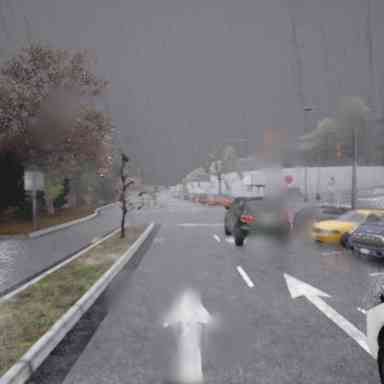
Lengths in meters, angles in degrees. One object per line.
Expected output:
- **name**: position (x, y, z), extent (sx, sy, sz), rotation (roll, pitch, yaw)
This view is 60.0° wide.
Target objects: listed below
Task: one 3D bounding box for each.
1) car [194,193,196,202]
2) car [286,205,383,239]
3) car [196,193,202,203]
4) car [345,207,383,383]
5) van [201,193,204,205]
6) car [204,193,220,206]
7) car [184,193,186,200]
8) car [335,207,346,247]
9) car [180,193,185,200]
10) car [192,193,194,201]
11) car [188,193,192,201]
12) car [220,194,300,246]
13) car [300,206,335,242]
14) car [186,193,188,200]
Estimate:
- **car**: position (3.898, 1.310, 64.287), extent (5.566, 2.045, 2.435), rotation (0, 0, -27)
- **car**: position (7.615, 1.484, 17.519), extent (4.792, 1.488, 2.163), rotation (1, 0, -22)
- **car**: position (4.217, 1.320, 61.266), extent (5.566, 2.045, 2.435), rotation (1, 0, -27)
- **car**: position (3.070, 1.214, 1.421), extent (2.150, 2.045, 5.566), rotation (0, 0, 0)
- **van**: position (4.494, 1.354, 58.240), extent (4.442, 1.987, 1.878), rotation (0, 0, -27)
- **car**: position (4.903, 1.465, 55.291), extent (4.553, 1.767, 2.185), rotation (0, 0, -27)
- **car**: position (1.174, 1.382, 85.107), extent (4.553, 1.767, 2.185), rotation (1, 0, -27)
- **car**: position (7.649, 1.334, 11.529), extent (4.553, 1.767, 2.185), rotation (1, 0, -22)
- **car**: position (0.458, 1.257, 91.091), extent (5.566, 2.045, 2.435), rotation (1, 0, -27)
- **car**: position (3.285, 1.541, 70.322), extent (5.366, 1.575, 1.946), rotation (0, 0, -27)
- **car**: position (2.765, 1.282, 73.229), extent (5.566, 2.045, 2.435), rotation (0, 0, -27)
- **car**: position (2.807, 1.196, 15.304), extent (2.150, 2.045, 5.566), rotation (0, 0, -2)
- **car**: position (7.361, 1.448, 14.469), extent (5.366, 1.575, 1.946), rotation (1, 0, -22)
- **car**: position (1.979, 1.519, 79.165), extent (4.892, 1.521, 2.231), rotation (1, 0, -27)
